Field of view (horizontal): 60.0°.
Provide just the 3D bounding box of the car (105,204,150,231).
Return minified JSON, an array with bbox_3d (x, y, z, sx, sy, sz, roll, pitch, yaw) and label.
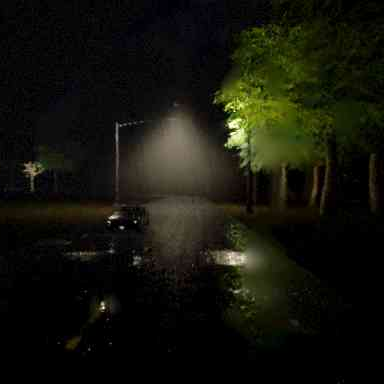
[{"bbox_3d":[-3.599,1.415,19.715,2.033,1.411,5.357,0,1,0],"label":"car"}]
